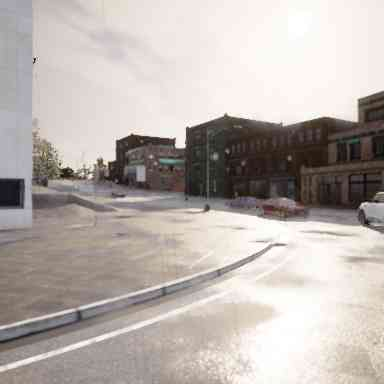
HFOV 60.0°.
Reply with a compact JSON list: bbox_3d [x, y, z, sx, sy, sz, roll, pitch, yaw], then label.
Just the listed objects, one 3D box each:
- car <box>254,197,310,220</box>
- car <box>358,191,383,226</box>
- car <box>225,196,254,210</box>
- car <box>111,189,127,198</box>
[{"bbox_3d":[6.819,1.158,24.963,1.882,1.535,5.008,1,0,-15],"label":"car"},{"bbox_3d":[10.909,0.971,17.818,2.150,2.045,5.566,1,1,7],"label":"car"},{"bbox_3d":[5.837,1.168,36.575,2.033,1.411,5.357,0,0,-31],"label":"car"},{"bbox_3d":[-13.726,0.336,62.061,1.837,1.490,4.892,0,3,-31],"label":"car"}]
